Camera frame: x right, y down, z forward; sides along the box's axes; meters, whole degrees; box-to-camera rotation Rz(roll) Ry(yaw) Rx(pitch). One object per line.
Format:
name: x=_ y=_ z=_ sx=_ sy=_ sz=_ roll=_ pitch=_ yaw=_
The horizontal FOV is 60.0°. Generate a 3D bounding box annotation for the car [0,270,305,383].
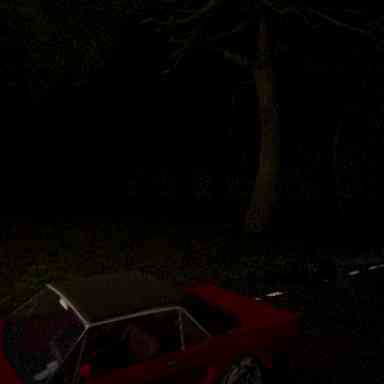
car: x=-1.098 y=1.602 z=3.219 sx=4.718 sy=1.301 sz=1.895 roll=0 pitch=0 yaw=-36
